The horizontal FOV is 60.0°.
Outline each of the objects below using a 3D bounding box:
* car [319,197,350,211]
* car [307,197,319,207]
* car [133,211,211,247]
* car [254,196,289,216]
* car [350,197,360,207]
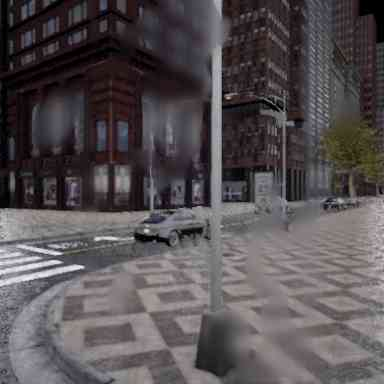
[{"bbox_3d":[17.253,1.419,40.200,1.837,1.490,4.892,0,0,36],"label":"car"},{"bbox_3d":[17.283,1.298,45.504,1.895,1.301,4.718,0,0,35],"label":"car"},{"bbox_3d":[-0.684,1.539,15.121,1.994,1.385,4.181,0,0,35],"label":"car"},{"bbox_3d":[7.784,1.279,32.331,2.097,1.767,4.553,0,0,36],"label":"car"},{"bbox_3d":[23.156,1.451,48.577,2.033,1.411,5.357,0,0,35],"label":"car"}]
